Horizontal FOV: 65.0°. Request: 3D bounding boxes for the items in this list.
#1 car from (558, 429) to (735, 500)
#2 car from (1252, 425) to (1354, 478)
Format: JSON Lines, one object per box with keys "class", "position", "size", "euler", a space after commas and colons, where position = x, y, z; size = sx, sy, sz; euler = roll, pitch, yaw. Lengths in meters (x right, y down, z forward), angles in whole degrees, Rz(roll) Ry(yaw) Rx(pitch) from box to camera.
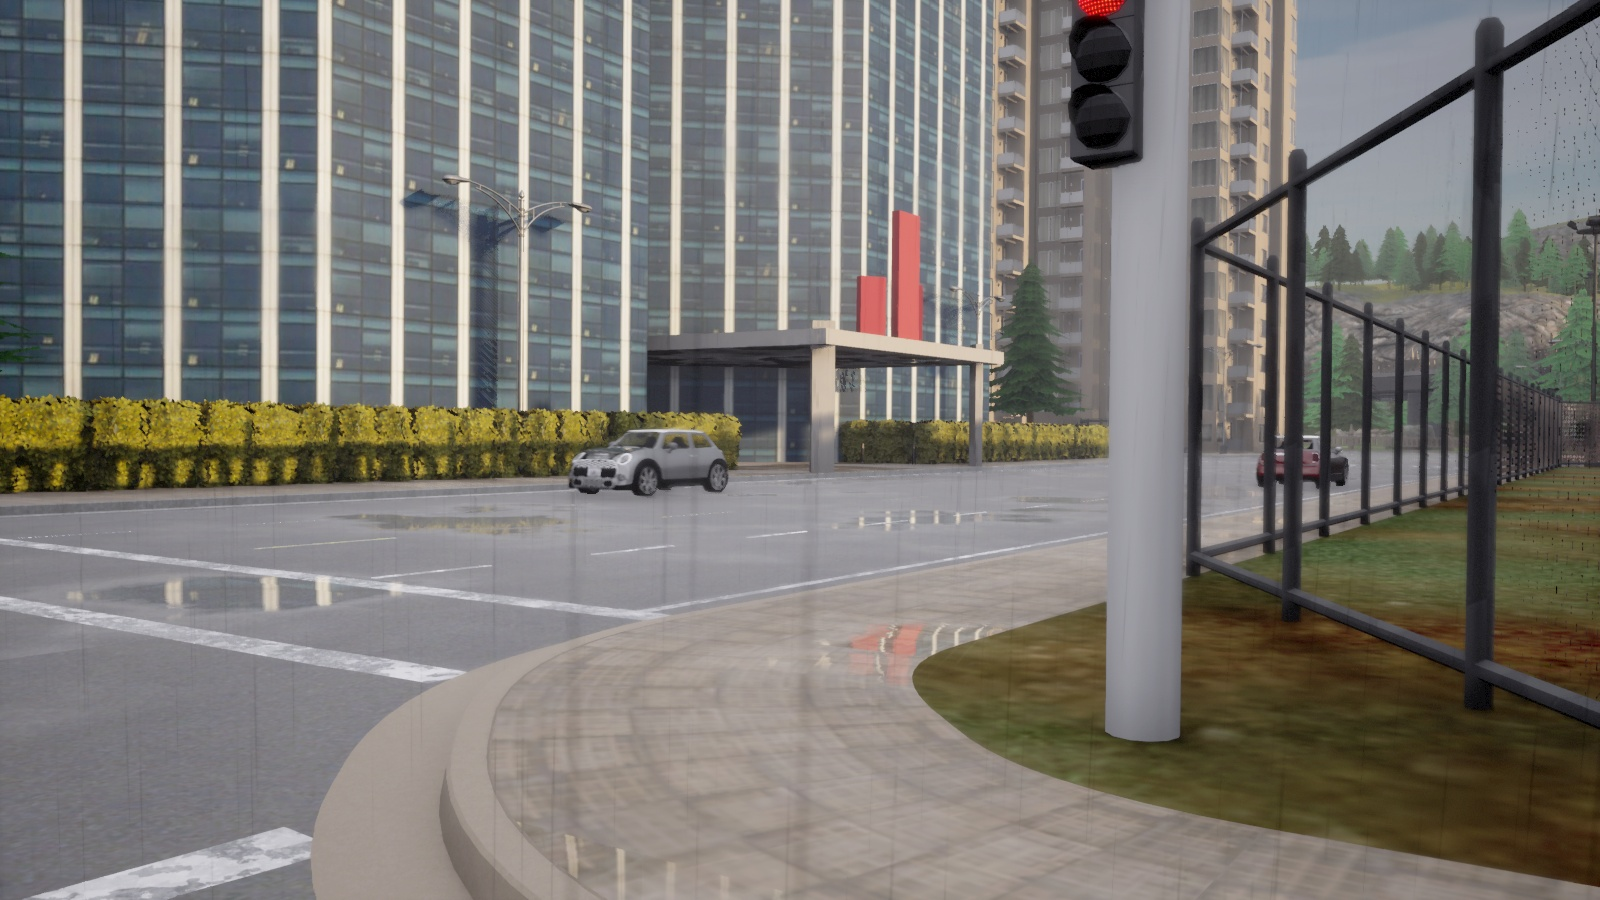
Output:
{"class": "car", "position": [-3.414, 0.283, 28.524], "size": [1.970, 1.475, 3.806], "euler": [0, 1, 34]}
{"class": "car", "position": [14.677, 0.010, 36.525], "size": [1.970, 1.475, 3.806], "euler": [0, 1, 34]}
